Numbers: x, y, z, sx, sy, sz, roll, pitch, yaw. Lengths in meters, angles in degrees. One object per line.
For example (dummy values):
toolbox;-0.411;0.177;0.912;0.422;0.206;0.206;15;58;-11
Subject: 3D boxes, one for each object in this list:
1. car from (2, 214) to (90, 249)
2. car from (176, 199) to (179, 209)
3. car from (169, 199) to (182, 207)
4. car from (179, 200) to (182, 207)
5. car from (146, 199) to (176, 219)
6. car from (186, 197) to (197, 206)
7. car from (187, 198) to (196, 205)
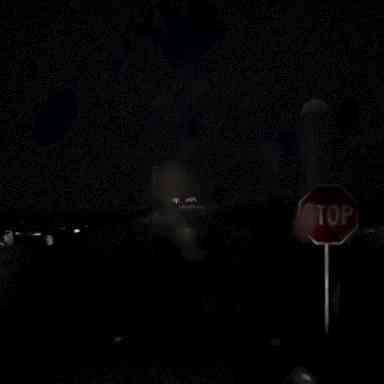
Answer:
car;-6.808;1.746;15.411;4.181;1.385;1.994;-3;-1;28
car;-2.901;1.723;39.887;1.895;1.301;4.718;0;-1;0
car;-2.864;1.934;59.546;1.994;1.385;4.181;0;-1;1
car;-2.906;1.728;49.595;2.128;1.511;4.902;0;-1;0
car;-2.902;1.592;30.268;2.033;1.411;5.357;0;0;0
car;-0.097;1.750;61.564;2.097;1.767;4.553;0;-1;0
car;-0.113;2.052;71.591;2.033;1.411;5.357;0;-1;0
